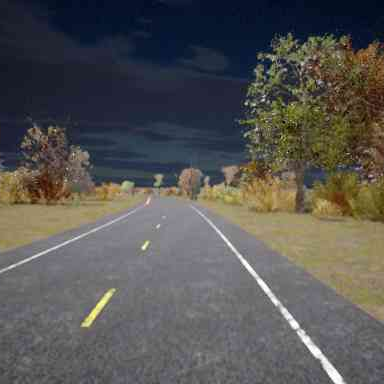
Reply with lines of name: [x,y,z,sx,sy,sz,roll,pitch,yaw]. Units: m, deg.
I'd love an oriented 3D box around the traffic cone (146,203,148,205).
traffic cone: [-7.259,1.777,53.693,0.340,0.580,0.340,0,0,-5]
